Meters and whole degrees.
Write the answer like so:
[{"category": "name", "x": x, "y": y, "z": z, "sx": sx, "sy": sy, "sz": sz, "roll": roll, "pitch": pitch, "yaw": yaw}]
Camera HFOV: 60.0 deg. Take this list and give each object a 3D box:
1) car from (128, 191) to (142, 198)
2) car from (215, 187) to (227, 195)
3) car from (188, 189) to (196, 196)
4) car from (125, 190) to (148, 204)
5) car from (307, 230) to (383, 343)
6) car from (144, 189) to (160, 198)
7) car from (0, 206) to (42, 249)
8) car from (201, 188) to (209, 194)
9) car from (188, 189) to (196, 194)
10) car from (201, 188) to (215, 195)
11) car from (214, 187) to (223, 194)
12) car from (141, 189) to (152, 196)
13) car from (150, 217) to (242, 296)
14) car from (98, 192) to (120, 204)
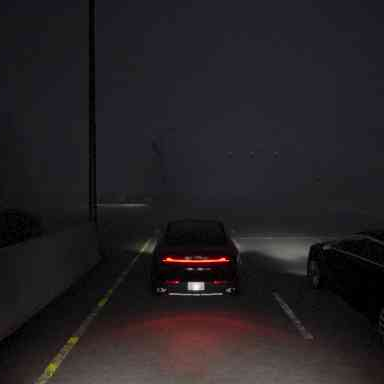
[{"category": "car", "x": -10.546, "y": 0.425, "z": 61.976, "sx": 1.895, "sy": 1.301, "sz": 4.718, "roll": 0, "pitch": 1, "yaw": 0}, {"category": "car", "x": 7.016, "y": -0.160, "z": 79.071, "sx": 2.097, "sy": 1.767, "sz": 4.553, "roll": 0, "pitch": 1, "yaw": 0}, {"category": "car", "x": 0.019, "y": 0.058, "z": 76.718, "sx": 2.128, "sy": 1.511, "sz": 4.902, "roll": 0, "pitch": 1, "yaw": 0}, {"category": "car", "x": -7.090, "y": 0.788, "z": 41.678, "sx": 1.994, "sy": 1.385, "sz": 4.181, "roll": 0, "pitch": 1, "yaw": 0}, {"category": "car", "x": 3.567, "y": 1.413, "z": 5.814, "sx": 2.128, "sy": 1.511, "sz": 4.902, "roll": 0, "pitch": 1, "yaw": 0}, {"category": "car", "x": -7.069, "y": 0.443, "z": 57.234, "sx": 1.812, "sy": 1.442, "sz": 4.674, "roll": 0, "pitch": 1, "yaw": 0}, {"category": "car", "x": -7.096, "y": 1.290, "z": 11.653, "sx": 1.882, "sy": 1.535, "sz": 5.008, "roll": 0, "pitch": 1, "yaw": 0}, {"category": "car", "x": 3.520, "y": -0.243, "z": 90.818, "sx": 1.837, "sy": 1.490, "sz": 4.892, "roll": 0, "pitch": 1, "yaw": 1}, {"category": "car", "x": 0.018, "y": -0.153, "z": 88.271, "sx": 2.033, "sy": 1.411, "sz": 5.357, "roll": 0, "pitch": 1, "yaw": 0}, {"category": "car", "x": 3.517, "y": -0.128, "z": 77.620, "sx": 2.097, "sy": 1.767, "sz": 4.553, "roll": 0, "pitch": 1, "yaw": 0}, {"category": "car", "x": 7.018, "y": -0.448, "z": 88.238, "sx": 2.097, "sy": 1.767, "sz": 4.553, "roll": 0, "pitch": 1, "yaw": 0}, {"category": "car", "x": -10.484, "y": 0.047, "z": 77.273, "sx": 1.812, "sy": 1.442, "sz": 4.674, "roll": 0, "pitch": 1, "yaw": 0}, {"category": "car", "x": 0.078, "y": 1.379, "z": 8.325, "sx": 1.837, "sy": 1.490, "sz": 4.892, "roll": 0, "pitch": 1, "yaw": 0}, {"category": "car", "x": -10.590, "y": 0.684, "z": 42.562, "sx": 1.882, "sy": 1.535, "sz": 5.008, "roll": 0, "pitch": 1, "yaw": 0}]
